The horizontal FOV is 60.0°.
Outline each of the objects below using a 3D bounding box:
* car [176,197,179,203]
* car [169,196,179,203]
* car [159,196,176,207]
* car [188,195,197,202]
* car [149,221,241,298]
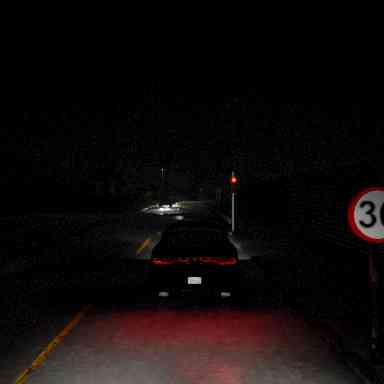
[{"bbox_3d":[-3.918,1.492,60.401,2.128,1.511,4.902,0,0,0],"label":"car"},{"bbox_3d":[-3.820,1.595,70.453,1.895,1.301,4.718,0,0,0],"label":"car"},{"bbox_3d":[-3.965,1.491,50.921,2.128,1.511,4.902,0,0,0],"label":"car"},{"bbox_3d":[0.182,1.339,71.375,1.812,1.442,4.674,0,0,0],"label":"car"},{"bbox_3d":[0.073,1.478,8.600,1.882,1.535,5.008,0,0,1],"label":"car"}]
